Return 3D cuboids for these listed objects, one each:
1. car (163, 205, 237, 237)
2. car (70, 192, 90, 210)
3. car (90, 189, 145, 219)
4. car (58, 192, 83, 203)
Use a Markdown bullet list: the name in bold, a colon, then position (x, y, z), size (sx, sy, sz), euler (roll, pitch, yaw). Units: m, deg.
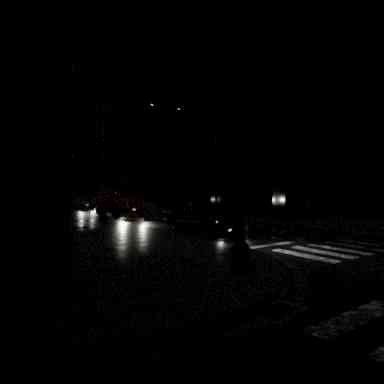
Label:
- **car**: position (0.458, 1.374, 16.842), size (1.895, 1.301, 4.718), euler (0, 1, -35)
- **car**: position (-11.355, 0.926, 33.601), size (2.128, 1.511, 4.902), euler (0, 1, -35)
- **car**: position (-5.651, 0.824, 25.504), size (2.150, 2.045, 5.566), euler (0, 1, -36)
- **car**: position (-17.268, 0.709, 47.082), size (2.033, 1.411, 5.357), euler (0, 1, -35)
